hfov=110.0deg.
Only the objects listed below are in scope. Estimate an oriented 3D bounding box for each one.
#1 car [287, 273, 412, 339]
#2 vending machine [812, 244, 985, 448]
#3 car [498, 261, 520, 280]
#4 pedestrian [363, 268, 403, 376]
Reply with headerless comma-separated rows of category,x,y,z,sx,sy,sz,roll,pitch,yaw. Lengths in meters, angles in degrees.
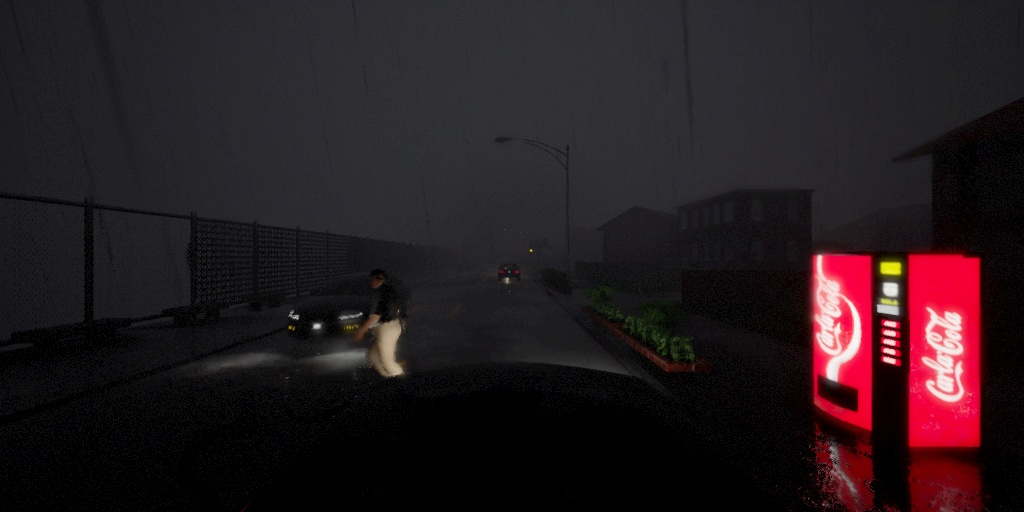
car,-4.196,1.255,10.096,1.837,1.490,4.892,0,0,-1
vending machine,4.275,0.945,4.088,1.100,2.100,0.880,0,0,-1
car,-0.244,1.297,30.870,2.033,1.411,5.357,0,0,-1
pedestrian,-1.809,1.044,5.067,0.375,1.860,0.375,0,0,-1
